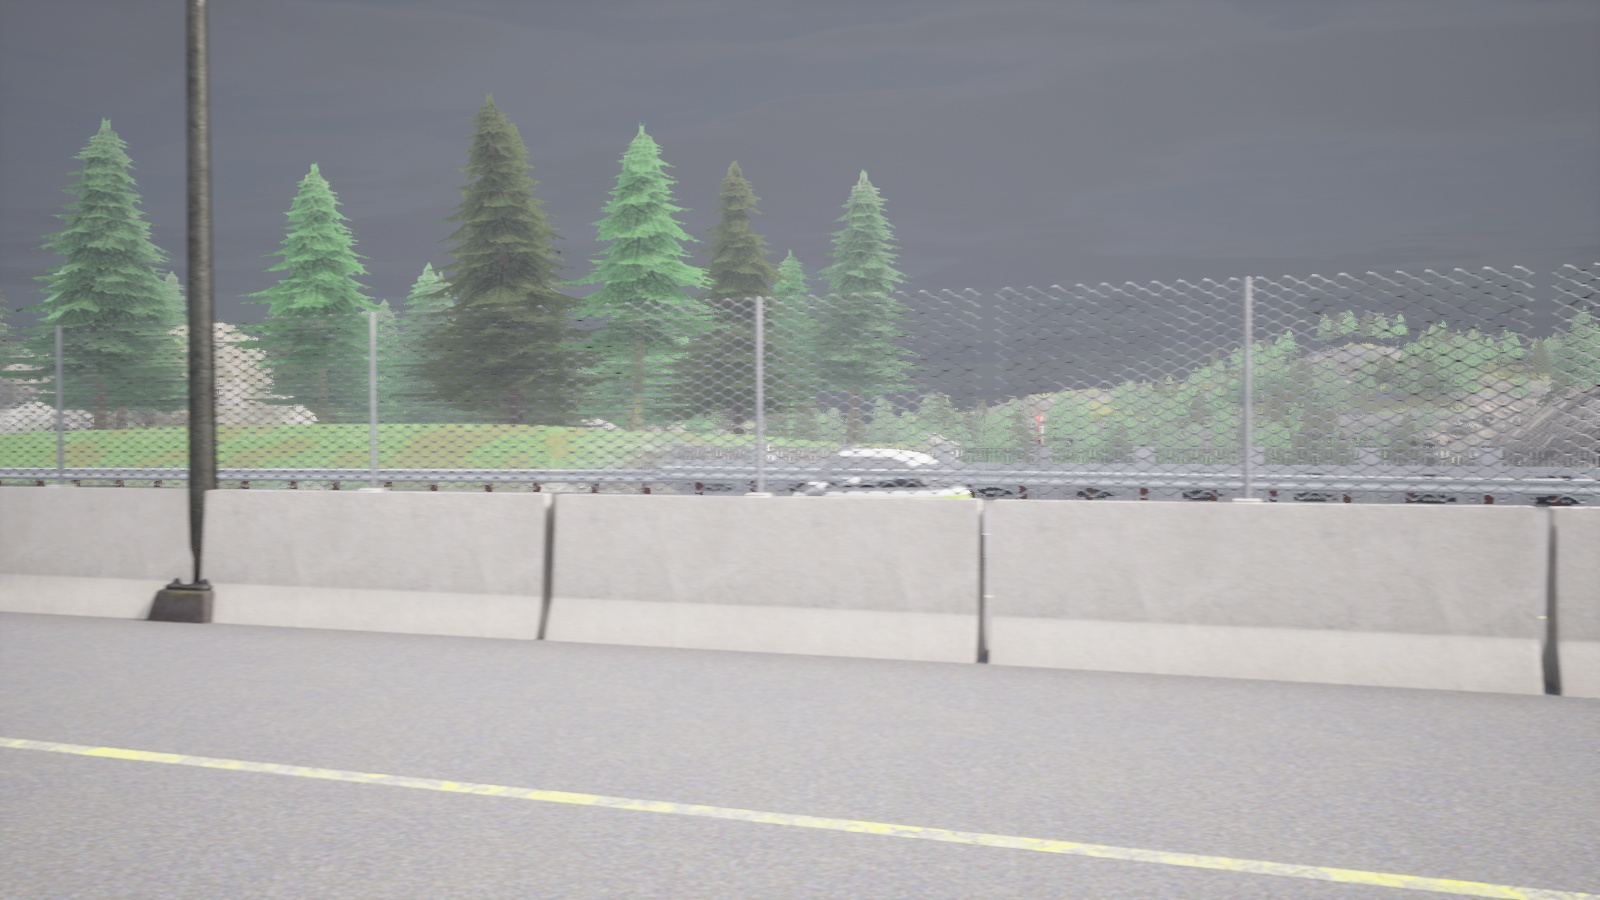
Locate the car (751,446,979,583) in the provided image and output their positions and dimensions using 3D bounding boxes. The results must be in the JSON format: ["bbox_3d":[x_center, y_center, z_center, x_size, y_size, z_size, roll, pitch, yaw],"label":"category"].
[{"bbox_3d":[0.759,0.664,14.016,2.207,1.376,1.481,1,1,19],"label":"car"}]
